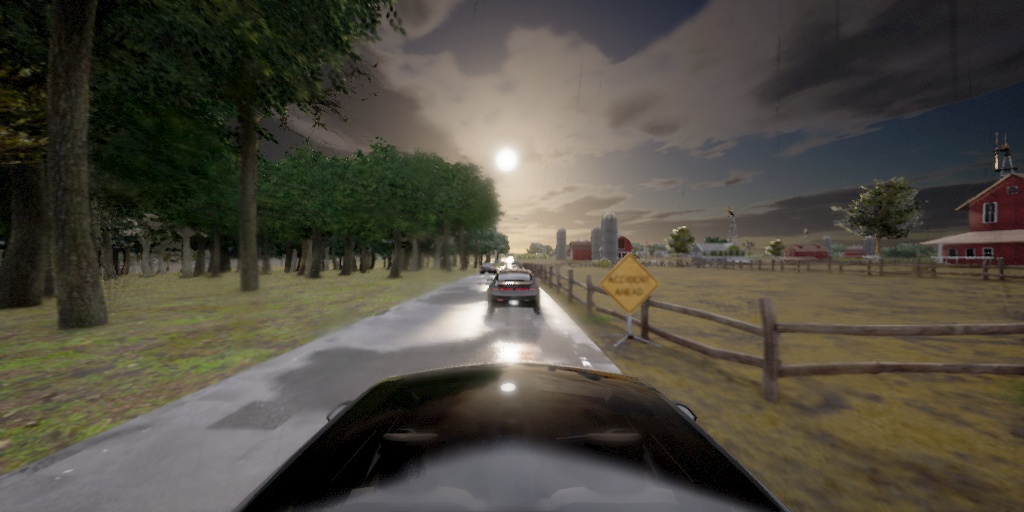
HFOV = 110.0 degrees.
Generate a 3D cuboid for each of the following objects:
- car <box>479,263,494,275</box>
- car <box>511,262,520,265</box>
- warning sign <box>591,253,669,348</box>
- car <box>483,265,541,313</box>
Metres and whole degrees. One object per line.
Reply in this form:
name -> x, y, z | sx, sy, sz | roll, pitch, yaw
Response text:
car -> -2.854, 1.552, 43.292 | 2.033, 1.411, 5.357 | 0, -1, 0
car -> 0.079, 1.414, 29.521 | 1.994, 1.385, 4.181 | 0, -1, 0
warning sign -> 2.448, 0.858, 7.497 | 1.300, 1.860, 1.060 | 0, 0, 0
car -> 0.083, 1.251, 13.877 | 1.837, 1.490, 4.892 | 0, 0, 0
